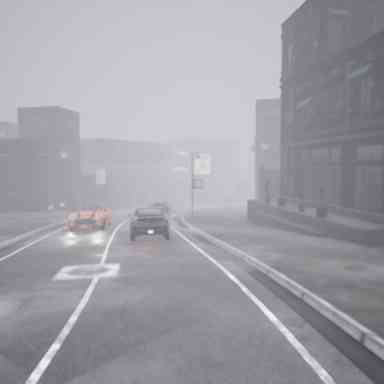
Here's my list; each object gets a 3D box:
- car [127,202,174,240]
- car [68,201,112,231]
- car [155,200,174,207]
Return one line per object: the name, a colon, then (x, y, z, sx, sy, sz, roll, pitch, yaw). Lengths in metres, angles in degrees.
car: (-2.209, 1.515, 17.125, 1.837, 1.490, 4.892, -1, 0, -9)
car: (-6.511, 1.433, 21.572, 2.097, 1.767, 4.553, -1, 0, -7)
car: (-3.082, 1.580, 35.686, 1.837, 1.490, 4.892, 0, 0, 5)
